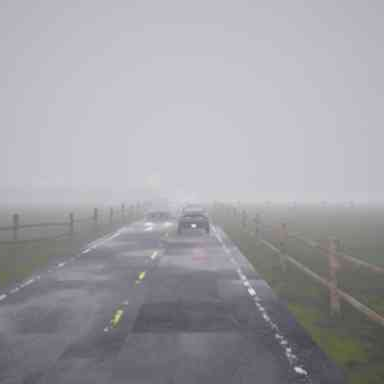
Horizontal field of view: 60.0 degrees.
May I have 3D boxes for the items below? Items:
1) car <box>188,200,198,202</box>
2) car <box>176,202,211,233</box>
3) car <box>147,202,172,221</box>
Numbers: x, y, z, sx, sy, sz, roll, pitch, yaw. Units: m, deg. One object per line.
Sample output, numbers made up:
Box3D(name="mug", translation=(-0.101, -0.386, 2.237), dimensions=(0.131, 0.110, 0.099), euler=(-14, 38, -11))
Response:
Box3D(name="car", translation=(0.099, 1.719, 39.001), dimensions=(1.812, 1.442, 4.674), euler=(0, 0, 0))
Box3D(name="car", translation=(0.100, 1.609, 20.617), dimensions=(1.837, 1.490, 4.892), euler=(0, 0, 0))
Box3D(name="car", translation=(-2.752, 1.623, 28.924), dimensions=(1.882, 1.535, 5.008), euler=(0, 0, 0))
